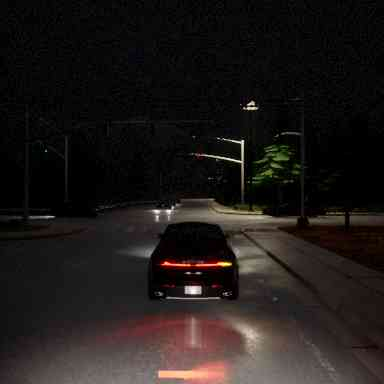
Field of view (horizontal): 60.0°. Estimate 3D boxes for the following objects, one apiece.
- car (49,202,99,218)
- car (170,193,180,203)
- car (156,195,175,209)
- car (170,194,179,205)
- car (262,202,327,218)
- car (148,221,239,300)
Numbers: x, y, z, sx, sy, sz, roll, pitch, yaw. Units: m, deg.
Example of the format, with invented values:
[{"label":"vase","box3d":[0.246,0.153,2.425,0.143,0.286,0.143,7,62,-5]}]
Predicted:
[{"label":"car","box3d":[-10.549,1.585,29.951,4.181,1.385,1.994,0,0,1]},{"label":"car","box3d":[-3.507,1.221,65.395,2.150,2.045,5.566,0,0,1]},{"label":"car","box3d":[-3.647,1.505,44.317,1.837,1.490,4.892,0,0,0]},{"label":"car","box3d":[-3.642,1.547,54.764,2.033,1.411,5.357,0,0,0]},{"label":"car","box3d":[9.052,1.574,29.621,5.357,1.411,2.033,0,0,1]},{"label":"car","box3d":[0.039,1.501,8.375,1.837,1.490,4.892,0,0,0]}]
